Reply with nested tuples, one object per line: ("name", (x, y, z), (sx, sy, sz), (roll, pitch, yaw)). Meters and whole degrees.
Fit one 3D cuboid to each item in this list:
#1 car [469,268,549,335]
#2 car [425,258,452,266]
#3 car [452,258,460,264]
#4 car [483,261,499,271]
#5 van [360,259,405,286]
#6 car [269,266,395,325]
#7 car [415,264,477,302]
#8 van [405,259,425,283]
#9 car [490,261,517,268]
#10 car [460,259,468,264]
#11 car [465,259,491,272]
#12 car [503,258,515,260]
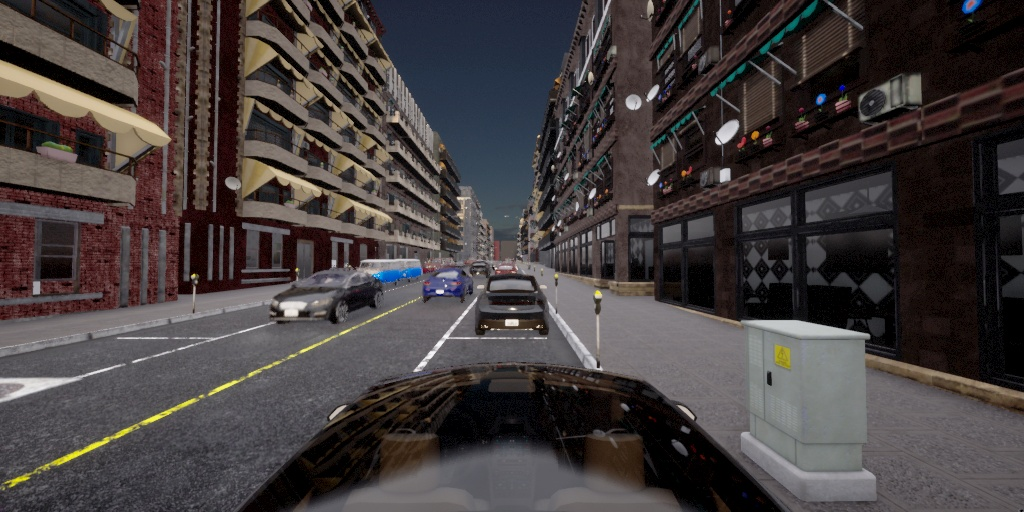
("car", (0.000, 1.259, 10.503), (1.837, 1.490, 4.892), (0, 0, 0))
("car", (-8.336, 1.115, 39.194), (2.192, 1.841, 5.009), (0, 0, 0))
("car", (-8.336, 1.128, 44.724), (2.192, 1.841, 5.009), (0, 0, 0))
("car", (-2.922, 1.430, 50.752), (1.895, 1.301, 4.718), (0, 0, 0))
("van", (-8.336, 1.108, 22.602), (1.690, 1.789, 3.998), (0, 0, 0))
("car", (-5.871, 1.248, 11.995), (2.128, 1.511, 4.902), (0, 0, 0))
("car", (-2.921, 1.286, 16.878), (1.812, 1.442, 4.674), (0, 0, 0))
("van", (-8.336, 1.118, 28.134), (1.690, 1.789, 3.998), (0, 0, 0))
("car", (-0.453, 1.322, 28.072), (1.888, 1.381, 4.507), (0, 0, 0))
("car", (-8.337, 1.410, 55.786), (1.948, 1.339, 4.313), (0, 0, 0))
("car", (-3.022, 1.294, 34.553), (1.837, 1.490, 4.892), (0, 0, 0))
("car", (-0.446, 1.240, 39.134), (1.967, 1.591, 4.097), (0, 0, 0))
